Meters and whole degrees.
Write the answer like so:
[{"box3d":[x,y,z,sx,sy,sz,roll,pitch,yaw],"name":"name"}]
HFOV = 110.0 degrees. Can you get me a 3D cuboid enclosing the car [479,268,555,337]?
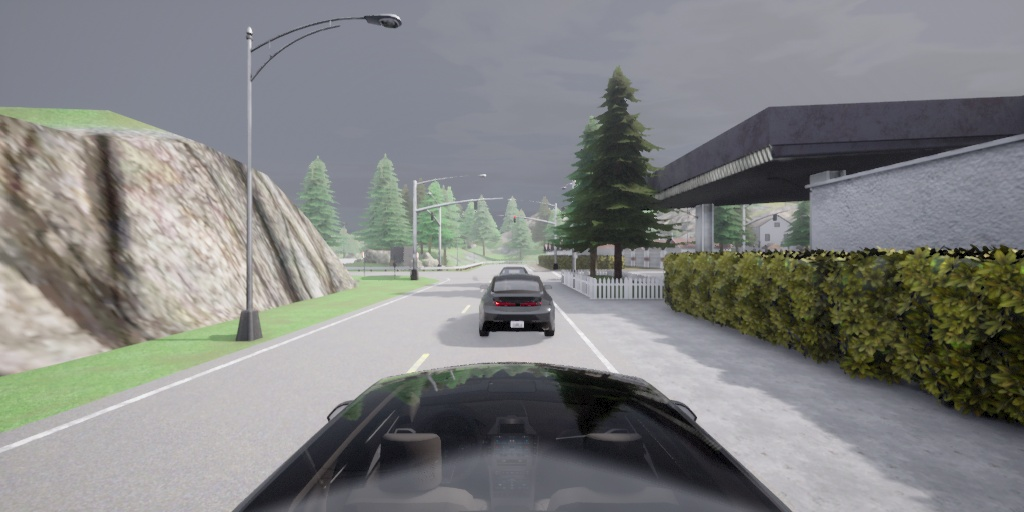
[{"box3d":[0.119,1.253,10.288,1.837,1.490,4.892,0,0,0],"name":"car"}]
